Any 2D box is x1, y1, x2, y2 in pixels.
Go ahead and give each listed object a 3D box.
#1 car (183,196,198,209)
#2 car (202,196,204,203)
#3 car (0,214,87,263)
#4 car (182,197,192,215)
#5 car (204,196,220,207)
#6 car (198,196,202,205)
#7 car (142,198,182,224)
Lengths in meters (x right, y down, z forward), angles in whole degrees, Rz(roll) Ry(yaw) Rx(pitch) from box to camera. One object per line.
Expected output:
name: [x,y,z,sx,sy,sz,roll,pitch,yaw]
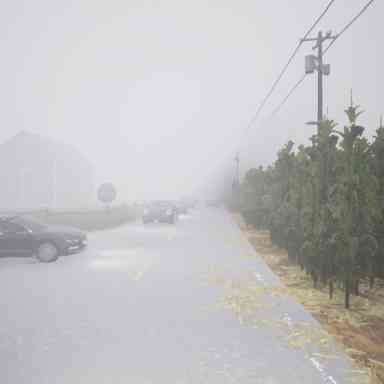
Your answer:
car: [-0.698,1.352,44.167,2.097,1.767,4.553,0,0,4]
car: [1.835,1.526,69.289,4.674,1.442,1.812,0,0,42]
car: [-6.105,1.506,11.208,4.892,1.490,1.837,0,0,-5]
car: [-1.473,1.564,34.126,1.994,1.385,4.181,0,0,4]
car: [3.181,1.477,50.454,1.882,1.535,5.008,0,0,4]
car: [0.109,1.503,54.330,1.837,1.490,4.892,0,0,5]
car: [-2.214,1.352,24.364,2.097,1.767,4.553,0,0,4]
